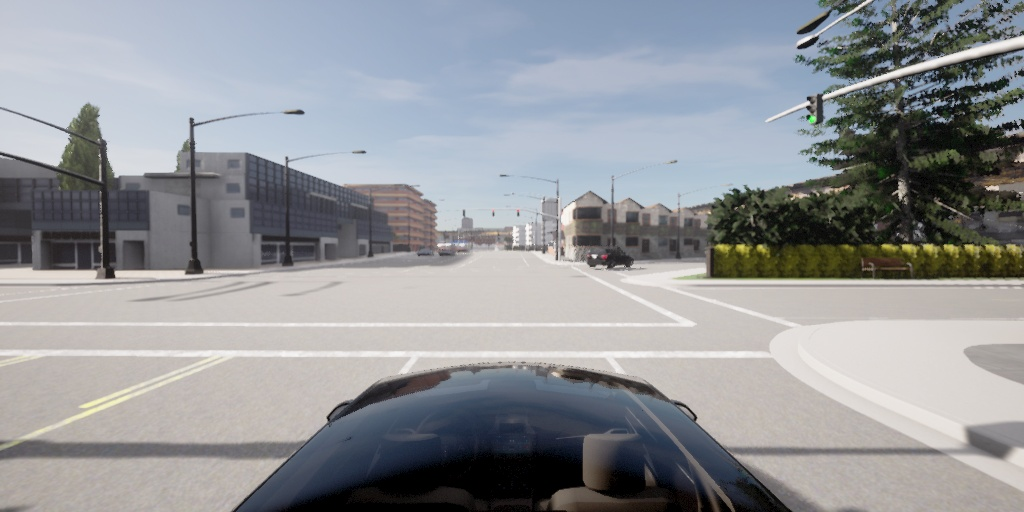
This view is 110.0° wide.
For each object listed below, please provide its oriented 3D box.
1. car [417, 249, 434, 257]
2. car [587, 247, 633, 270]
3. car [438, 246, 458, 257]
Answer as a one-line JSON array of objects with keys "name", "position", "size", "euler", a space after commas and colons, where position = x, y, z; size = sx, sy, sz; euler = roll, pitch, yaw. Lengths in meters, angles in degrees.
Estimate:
[{"name": "car", "position": [-14.064, -0.517, 58.470], "size": [1.994, 1.385, 4.181], "euler": [0, 3, 0]}, {"name": "car", "position": [9.160, 0.193, 33.447], "size": [2.150, 2.045, 5.566], "euler": [1, 1, 44]}, {"name": "car", "position": [-10.564, -0.477, 58.430], "size": [1.895, 1.301, 4.718], "euler": [0, 3, 1]}]
